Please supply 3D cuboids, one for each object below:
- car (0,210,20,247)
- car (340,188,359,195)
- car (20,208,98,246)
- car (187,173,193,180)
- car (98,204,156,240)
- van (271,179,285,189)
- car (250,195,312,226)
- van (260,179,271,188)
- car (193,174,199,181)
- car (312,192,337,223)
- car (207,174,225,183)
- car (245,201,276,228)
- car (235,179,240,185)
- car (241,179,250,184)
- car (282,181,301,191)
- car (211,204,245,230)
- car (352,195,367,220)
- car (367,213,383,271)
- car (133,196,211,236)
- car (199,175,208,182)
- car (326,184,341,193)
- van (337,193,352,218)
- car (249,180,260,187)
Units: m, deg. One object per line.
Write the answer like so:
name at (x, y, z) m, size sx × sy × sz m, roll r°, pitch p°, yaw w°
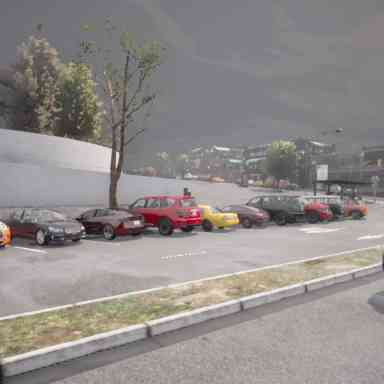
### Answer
car at (-9.411, 1.367, 13.536) m, size 4.553 × 1.767 × 2.185 m, roll -1°, pitch -1°, yaw 34°
car at (27.590, 0.138, 57.613) m, size 2.002 × 1.452 × 4.674 m, roll 7°, pitch 3°, yaw 35°
car at (-6.946, 1.494, 15.263) m, size 4.892 × 1.521 × 2.231 m, roll -1°, pitch -1°, yaw 34°
car at (1.541, -4.083, 94.503) m, size 2.185 × 1.767 × 4.553 m, roll 4°, pitch 1°, yaw 33°
car at (-4.528, 1.525, 17.012) m, size 4.792 × 1.488 × 2.163 m, roll -1°, pitch -1°, yaw 34°
van at (18.919, -1.489, 69.827) m, size 1.878 × 1.987 × 4.442 m, roll 7°, pitch 4°, yaw 35°
car at (5.265, 1.264, 23.977) m, size 5.566 × 2.045 × 2.435 m, roll -1°, pitch -1°, yaw 35°
van at (17.188, -1.762, 72.297) m, size 1.878 × 1.987 × 4.442 m, roll 7°, pitch 4°, yaw 35°
car at (3.273, -3.849, 92.035) m, size 2.185 × 1.767 × 4.553 m, roll 6°, pitch 3°, yaw 34°
car at (7.777, 1.268, 25.684) m, size 5.566 × 2.045 × 2.435 m, roll -1°, pitch -1°, yaw 35°
car at (6.922, -3.174, 87.312) m, size 1.946 × 1.575 × 5.366 m, roll 7°, pitch 3°, yaw 34°
car at (2.839, 1.550, 22.218) m, size 4.674 × 1.452 × 2.002 m, roll -1°, pitch -1°, yaw 35°
car at (12.034, -2.315, 79.806) m, size 2.002 × 1.452 × 4.674 m, roll 7°, pitch 3°, yaw 35°
car at (13.778, -2.042, 77.345) m, size 2.002 × 1.452 × 4.674 m, roll 7°, pitch 4°, yaw 35°
car at (20.680, -0.991, 67.466) m, size 2.231 × 1.521 × 4.892 m, roll 7°, pitch 3°, yaw 35°
car at (0.234, 1.504, 20.588) m, size 5.366 × 1.575 × 1.946 m, roll -1°, pitch -1°, yaw 35°
car at (12.722, 1.405, 29.108) m, size 4.553 × 1.767 × 2.185 m, roll -1°, pitch -1°, yaw 35°
car at (6.753, 1.228, 7.957) m, size 5.566 × 2.045 × 2.150 m, roll 1°, pitch 0°, yaw -35°
car at (-2.084, 1.249, 18.759) m, size 5.566 × 2.045 × 2.435 m, roll -1°, pitch -1°, yaw 34°
car at (5.069, -3.697, 89.570) m, size 2.435 × 2.045 × 5.566 m, roll 7°, pitch 3°, yaw 34°
car at (25.897, -0.424, 60.084) m, size 2.435 × 2.045 × 5.566 m, roll 7°, pitch 3°, yaw 35°
van at (10.314, 1.298, 27.356) m, size 4.442 × 1.987 × 1.878 m, roll -1°, pitch -1°, yaw 35°
car at (15.611, -1.810, 75.026) m, size 1.946 × 1.575 × 5.366 m, roll 7°, pitch 3°, yaw 35°
